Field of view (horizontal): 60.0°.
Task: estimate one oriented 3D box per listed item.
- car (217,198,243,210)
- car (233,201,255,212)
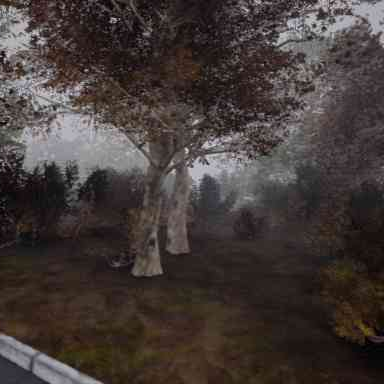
[{"bbox_3d":[7.177,2.134,61.837,2.435,2.045,5.566,0,0,35],"label":"car"},{"bbox_3d":[7.074,2.115,45.848,2.435,2.045,5.566,0,0,36],"label":"car"}]
